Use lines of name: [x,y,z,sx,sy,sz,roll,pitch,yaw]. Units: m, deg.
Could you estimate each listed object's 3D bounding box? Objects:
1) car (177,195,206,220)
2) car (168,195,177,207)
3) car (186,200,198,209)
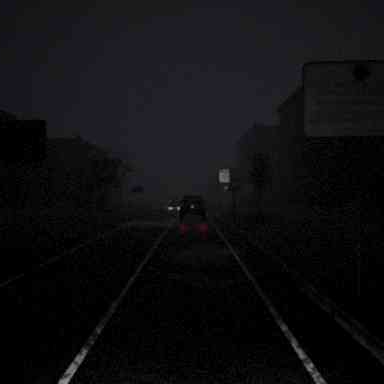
car: [0.069,1.297,29.330,2.150,2.045,5.566,0,0,0]
car: [-3.033,1.581,59.816,2.150,2.045,5.566,0,0,1]
car: [0.010,1.902,52.612,1.895,1.301,4.718,0,0,0]
